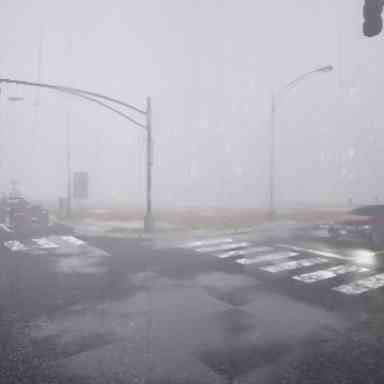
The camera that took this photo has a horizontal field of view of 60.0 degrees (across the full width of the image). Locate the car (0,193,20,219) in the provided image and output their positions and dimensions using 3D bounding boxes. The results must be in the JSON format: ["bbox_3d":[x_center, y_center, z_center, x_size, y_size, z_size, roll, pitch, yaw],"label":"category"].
[{"bbox_3d":[-12.930,1.082,24.008,1.967,1.590,4.097,-2,2,-35],"label":"car"}]

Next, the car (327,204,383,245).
[{"bbox_3d":[7.754,1.259,14.200,4.674,1.442,1.812,-1,2,-35],"label":"car"}]

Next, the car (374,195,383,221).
[{"bbox_3d":[14.061,0.996,21.880,4.097,1.590,1.967,-1,2,-35],"label":"car"}]

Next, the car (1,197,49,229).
[{"bbox_3d":[-9.647,1.251,19.416,1.887,1.381,4.507,-2,2,-35],"label":"car"}]
